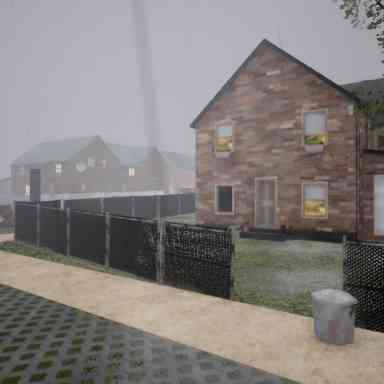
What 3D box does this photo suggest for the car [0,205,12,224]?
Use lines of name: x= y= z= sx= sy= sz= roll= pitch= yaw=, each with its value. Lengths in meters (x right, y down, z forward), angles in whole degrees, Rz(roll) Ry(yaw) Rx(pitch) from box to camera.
car: x=-13.215 y=1.232 z=19.407 sx=1.882 sy=1.535 sz=5.008 roll=0 pitch=1 yaw=30

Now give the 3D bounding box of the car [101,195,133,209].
car: x=-6.780 y=0.995 z=29.408 sx=1.812 sy=1.442 sz=4.674 roll=0 pitch=1 yaw=34

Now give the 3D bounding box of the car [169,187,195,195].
car: x=-0.591 y=0.429 z=38.699 sx=2.150 sy=2.045 sz=5.566 roll=0 pitch=1 yaw=34
